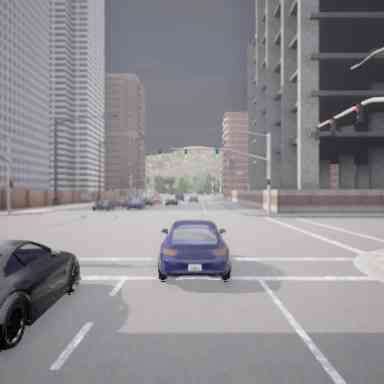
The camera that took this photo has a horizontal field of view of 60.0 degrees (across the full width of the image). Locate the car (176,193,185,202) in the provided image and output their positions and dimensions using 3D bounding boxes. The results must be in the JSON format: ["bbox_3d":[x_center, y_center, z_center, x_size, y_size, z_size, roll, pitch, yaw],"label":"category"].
[{"bbox_3d":[-3.008,1.272,81.350,2.150,2.045,5.566,0,0,1],"label":"car"}]

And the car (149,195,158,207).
[{"bbox_3d":[-7.047,1.631,52.627,1.895,1.301,4.718,0,0,1],"label":"car"}]

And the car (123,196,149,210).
[{"bbox_3d":[-7.204,1.503,43.284,1.882,1.535,5.008,0,0,1],"label":"car"}]

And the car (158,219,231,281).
[{"bbox_3d":[0.058,1.531,9.779,1.812,1.442,4.674,0,0,0],"label":"car"}]

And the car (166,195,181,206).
[{"bbox_3d":[-3.303,1.633,56.775,1.895,1.301,4.718,0,0,1],"label":"car"}]

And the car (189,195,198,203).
[{"bbox_3d":[0.324,1.566,70.849,2.128,1.511,4.902,0,0,1],"label":"car"}]

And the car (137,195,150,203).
[{"bbox_3d":[-10.197,1.513,69.642,1.882,1.535,5.008,0,0,1],"label":"car"}]

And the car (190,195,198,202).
[{"bbox_3d":[0.491,1.571,81.244,1.812,1.442,4.674,0,0,1],"label":"car"}]

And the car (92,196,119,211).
[{"bbox_3d":[-10.738,1.587,40.775,1.994,1.385,4.181,0,0,1],"label":"car"}]

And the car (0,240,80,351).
[{"bbox_3d":[-3.542,1.568,6.155,1.994,1.385,4.181,0,0,-3],"label":"car"}]

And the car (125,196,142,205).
[{"bbox_3d":[-10.408,1.512,59.465,1.882,1.535,5.008,0,0,2],"label":"car"}]

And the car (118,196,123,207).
[{"bbox_3d":[-10.611,1.381,49.335,2.097,1.767,4.553,0,0,1],"label":"car"}]

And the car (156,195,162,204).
[{"bbox_3d":[-6.832,1.388,62.435,2.097,1.767,4.553,0,0,1],"label":"car"}]
